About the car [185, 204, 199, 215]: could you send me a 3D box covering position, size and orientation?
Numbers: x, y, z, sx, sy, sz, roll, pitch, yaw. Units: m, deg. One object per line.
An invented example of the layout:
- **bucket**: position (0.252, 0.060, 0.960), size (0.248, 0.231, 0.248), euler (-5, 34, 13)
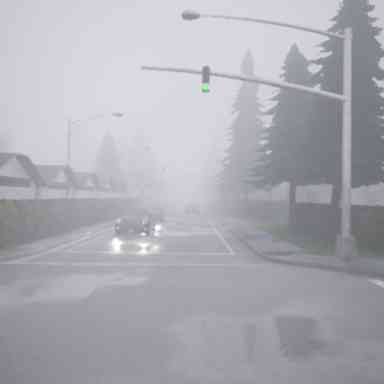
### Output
- **car**: position (0.062, 2.360, 46.022), size (2.128, 1.511, 4.902), euler (1, -1, 2)

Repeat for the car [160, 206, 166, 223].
- **car**: position (-3.585, 2.067, 31.947), size (2.128, 1.511, 4.902), euler (1, -1, 0)

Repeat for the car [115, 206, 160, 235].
- **car**: position (-3.594, 1.761, 21.819), size (2.097, 1.767, 4.553), euler (1, -1, 0)
